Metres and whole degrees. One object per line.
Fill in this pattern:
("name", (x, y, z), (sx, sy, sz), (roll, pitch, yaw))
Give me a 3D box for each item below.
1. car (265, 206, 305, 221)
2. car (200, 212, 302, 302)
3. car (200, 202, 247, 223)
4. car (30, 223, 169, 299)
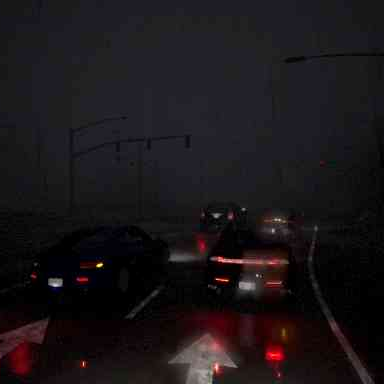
("car", (4.647, 1.505, 17.268), (1.837, 1.490, 4.892), (0, 0, 21))
("car", (1.564, 1.492, 8.392), (2.128, 1.511, 4.902), (0, 0, 13))
("car", (2.089, 1.354, 20.218), (2.097, 1.767, 4.553), (0, 0, 21))
("car", (-2.032, 1.526, 8.476), (1.812, 1.442, 4.674), (0, 0, 13))
